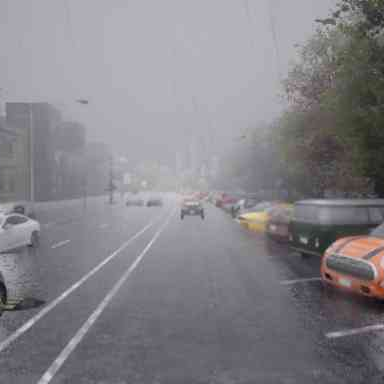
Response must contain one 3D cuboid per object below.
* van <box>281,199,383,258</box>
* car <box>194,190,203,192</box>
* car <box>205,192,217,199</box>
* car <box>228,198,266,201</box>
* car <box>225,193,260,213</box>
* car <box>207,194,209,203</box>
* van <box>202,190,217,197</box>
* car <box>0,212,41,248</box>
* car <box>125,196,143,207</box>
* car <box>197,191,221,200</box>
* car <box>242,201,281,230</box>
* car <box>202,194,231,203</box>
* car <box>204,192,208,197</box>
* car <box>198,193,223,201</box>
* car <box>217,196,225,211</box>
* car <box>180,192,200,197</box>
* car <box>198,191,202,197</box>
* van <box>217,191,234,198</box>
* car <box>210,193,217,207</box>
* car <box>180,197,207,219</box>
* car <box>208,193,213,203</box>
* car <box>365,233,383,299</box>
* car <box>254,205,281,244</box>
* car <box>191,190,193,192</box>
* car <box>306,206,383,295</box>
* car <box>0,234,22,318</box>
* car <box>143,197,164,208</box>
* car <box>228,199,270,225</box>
[{"bbox_3d":[5.407,1.219,10.756,4.442,1.987,1.878,1,0,-20],"label":"van"},{"bbox_3d":[3.932,0.701,64.117,5.566,2.045,2.435,1,0,-24],"label":"car"},{"bbox_3d":[4.759,1.187,46.320,4.674,1.452,2.002,0,1,-22],"label":"car"},{"bbox_3d":[5.296,1.373,22.580,4.892,1.521,2.231,1,1,-20],"label":"car"},{"bbox_3d":[5.239,1.223,25.542,4.553,1.767,2.185,1,0,-21],"label":"car"},{"bbox_3d":[4.878,1.220,43.375,4.674,1.452,2.002,1,0,-22],"label":"car"},{"bbox_3d":[4.433,0.852,52.188,4.442,1.987,1.878,0,1,-23],"label":"van"},{"bbox_3d":[-7.032,1.477,11.764,1.812,1.442,4.674,0,0,0],"label":"car"},{"bbox_3d":[-7.505,1.220,43.857,1.812,1.442,4.674,0,1,-2],"label":"car"},{"bbox_3d":[3.486,0.768,70.024,4.553,1.767,2.185,0,0,-24],"label":"car"},{"bbox_3d":[5.477,1.410,16.702,5.366,1.575,1.946,1,0,-20],"label":"car"},{"bbox_3d":[4.245,1.054,58.173,4.674,1.452,2.002,0,1,-23],"label":"car"},{"bbox_3d":[4.663,1.153,49.273,4.674,1.452,2.002,0,0,-23],"label":"car"},{"bbox_3d":[3.719,0.963,67.067,4.674,1.452,2.002,1,1,-24],"label":"car"},{"bbox_3d":[5.189,1.339,31.494,4.674,1.452,2.002,1,1,-21],"label":"car"},{"bbox_3d":[-0.371,1.170,43.648,1.882,1.535,5.008,0,1,-2],"label":"car"},{"bbox_3d":[4.225,1.041,55.132,5.366,1.575,1.946,1,1,-23],"label":"car"},{"bbox_3d":[5.241,1.047,34.510,4.442,1.987,1.878,1,0,-21],"label":"van"},{"bbox_3d":[5.055,1.243,37.437,5.008,1.535,2.097,1,0,-22],"label":"car"},{"bbox_3d":[0.018,1.374,27.533,1.812,1.442,4.674,0,0,0],"label":"car"},{"bbox_3d":[5.154,1.211,40.474,5.366,1.575,1.946,1,0,-22],"label":"car"},{"bbox_3d":[5.307,1.469,4.784,5.008,1.535,2.097,1,1,-20],"label":"car"},{"bbox_3d":[5.327,1.458,13.687,4.792,1.488,2.163,1,0,-20],"label":"car"},{"bbox_3d":[2.816,0.844,78.908,4.792,1.488,2.163,0,1,-25],"label":"car"},{"bbox_3d":[5.329,1.332,7.758,4.553,1.767,2.185,1,1,-20],"label":"car"},{"bbox_3d":[-4.244,1.547,4.168,1.994,1.385,4.181,0,0,0],"label":"car"},{"bbox_3d":[-4.643,1.313,42.011,1.895,1.301,4.718,0,1,-2],"label":"car"},{"bbox_3d":[5.127,1.388,19.543,5.366,1.575,1.946,1,1,-20],"label":"car"}]
